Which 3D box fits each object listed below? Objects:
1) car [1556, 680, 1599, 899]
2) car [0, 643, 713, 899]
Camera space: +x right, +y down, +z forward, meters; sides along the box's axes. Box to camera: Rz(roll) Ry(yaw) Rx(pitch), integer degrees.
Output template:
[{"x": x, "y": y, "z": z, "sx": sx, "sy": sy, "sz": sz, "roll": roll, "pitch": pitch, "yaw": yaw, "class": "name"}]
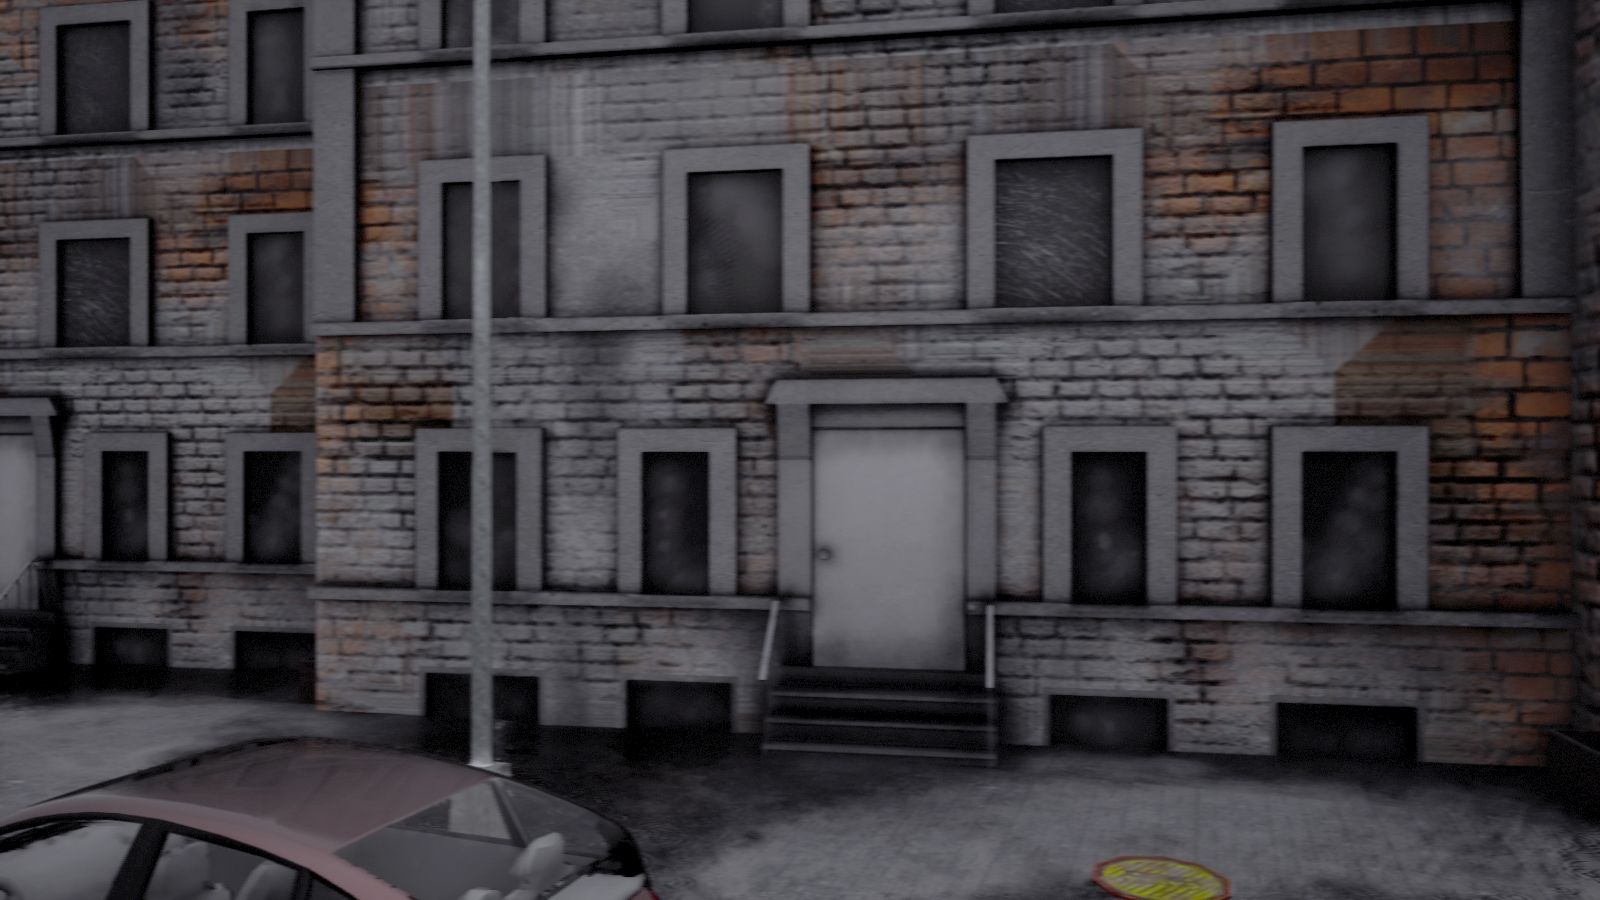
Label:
[{"x": 4.429, "y": 1.686, "z": 2.230, "sx": 4.553, "sy": 1.767, "sz": 2.097, "roll": 0, "pitch": 0, "yaw": 20, "class": "car"}, {"x": -2.415, "y": 1.806, "z": 4.628, "sx": 3.705, "sy": 1.549, "sz": 1.789, "roll": 0, "pitch": 0, "yaw": 20, "class": "car"}]
